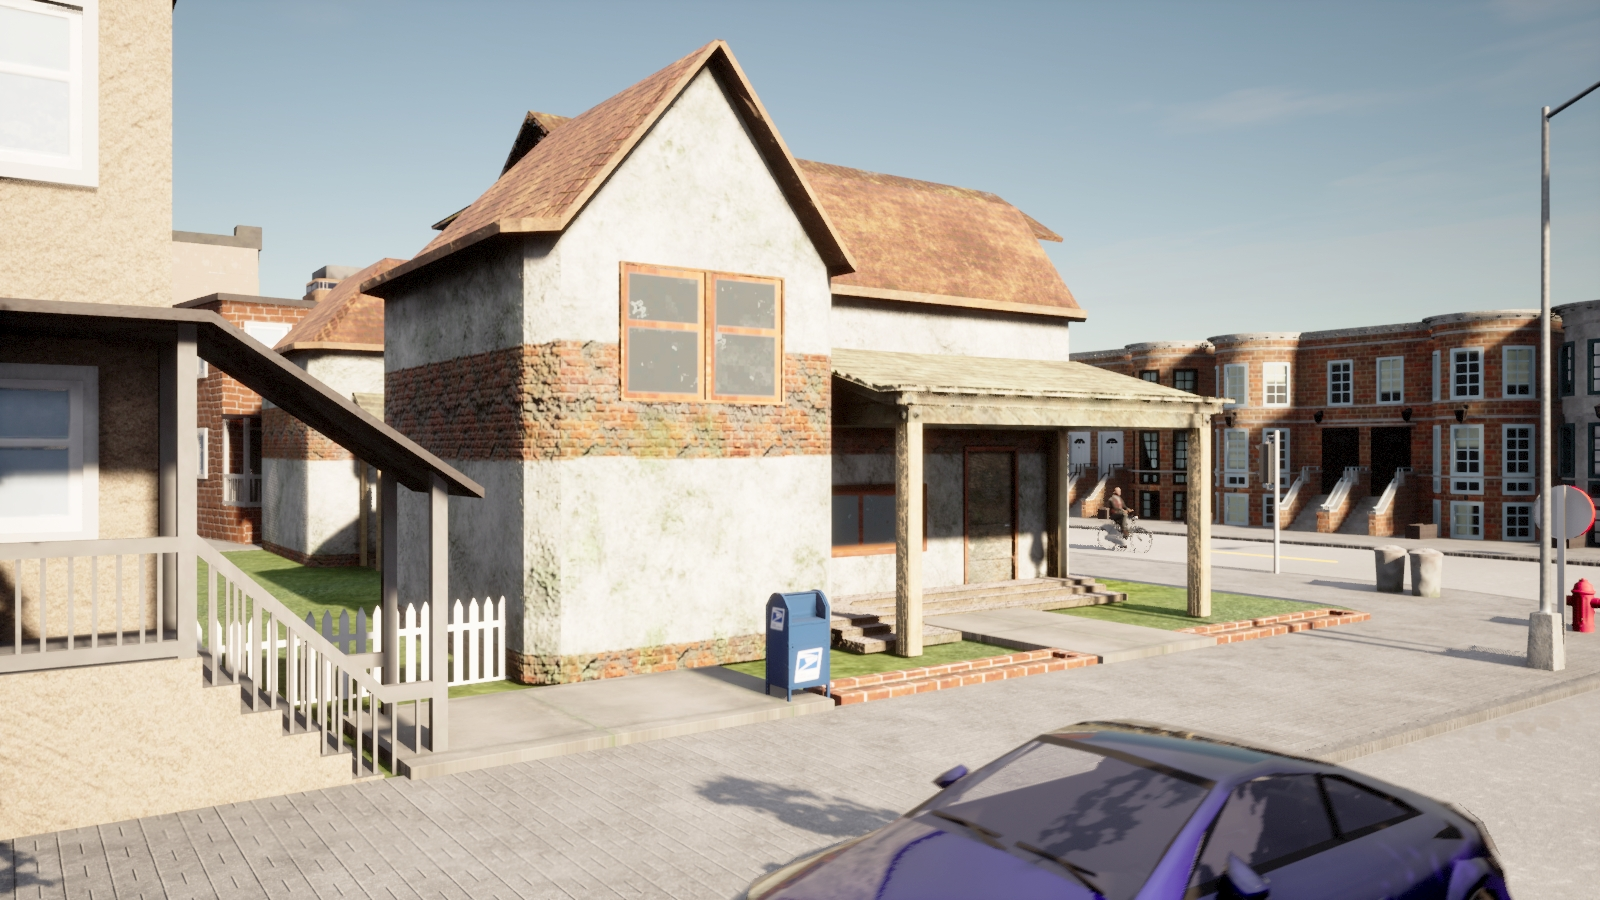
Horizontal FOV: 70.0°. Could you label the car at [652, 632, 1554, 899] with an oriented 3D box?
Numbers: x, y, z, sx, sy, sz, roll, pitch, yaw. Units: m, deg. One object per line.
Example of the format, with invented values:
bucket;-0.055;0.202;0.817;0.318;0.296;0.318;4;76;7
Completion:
car;1.618;1.896;5.530;4.181;1.385;1.994;0;0;-35
